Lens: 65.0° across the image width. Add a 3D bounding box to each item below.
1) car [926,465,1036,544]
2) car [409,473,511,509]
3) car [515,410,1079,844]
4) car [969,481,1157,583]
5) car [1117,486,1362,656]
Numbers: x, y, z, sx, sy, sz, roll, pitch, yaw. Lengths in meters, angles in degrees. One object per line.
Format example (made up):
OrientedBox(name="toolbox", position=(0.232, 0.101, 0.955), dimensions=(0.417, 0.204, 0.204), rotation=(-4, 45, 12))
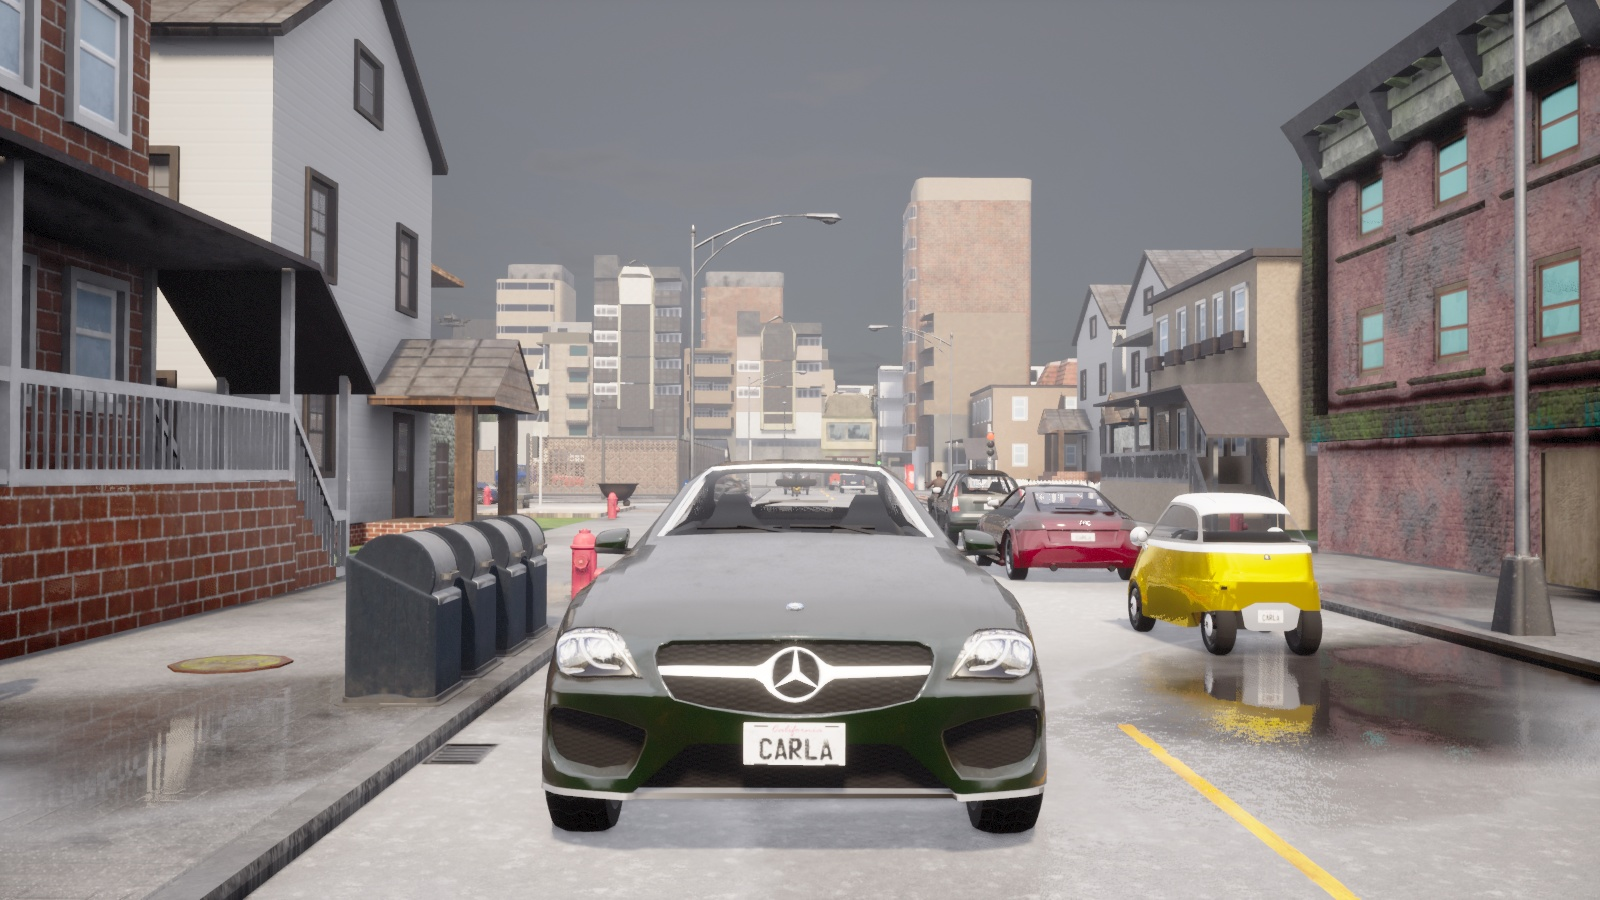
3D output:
OrientedBox(name="car", position=(3.926, 1.164, 27.886), dimensions=(1.851, 1.617, 3.988), rotation=(0, -1, 0))
OrientedBox(name="car", position=(-14.380, 1.729, 53.214), dimensions=(3.806, 1.475, 1.970), rotation=(0, -1, 0))
OrientedBox(name="car", position=(-0.020, 0.716, 7.321), dimensions=(2.152, 1.651, 5.027), rotation=(0, -1, 0))
OrientedBox(name="car", position=(3.953, 1.191, 19.610), dimensions=(1.994, 1.385, 4.181), rotation=(0, -1, -1))
OrientedBox(name="car", position=(3.969, 1.049, 11.652), dimensions=(1.481, 1.376, 2.207), rotation=(0, -1, 0))
